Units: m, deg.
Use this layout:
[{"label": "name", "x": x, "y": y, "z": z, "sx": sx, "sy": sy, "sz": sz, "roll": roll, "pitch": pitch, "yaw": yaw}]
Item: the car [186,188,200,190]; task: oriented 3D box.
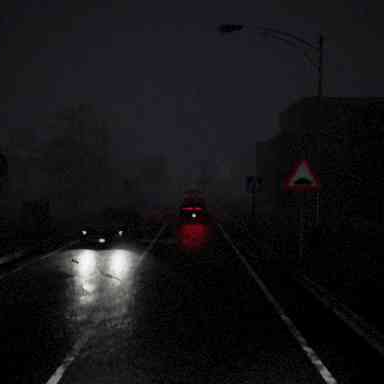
[{"label": "car", "x": 0.107, "y": 0.582, "z": 40.455, "sx": 2.150, "sy": 2.045, "sz": 5.566, "roll": 0, "pitch": 1, "yaw": 0}]

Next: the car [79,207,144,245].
[{"label": "car", "x": -3.344, "y": 1.387, "z": 14.984, "sx": 2.033, "sy": 1.411, "sz": 5.357, "roll": 0, "pitch": 1, "yaw": 0}]

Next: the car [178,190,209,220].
[{"label": "car", "x": 0.107, "y": 1.023, "z": 23.402, "sx": 1.837, "sy": 1.490, "sz": 4.892, "roll": 0, "pitch": 5, "yaw": 0}]
